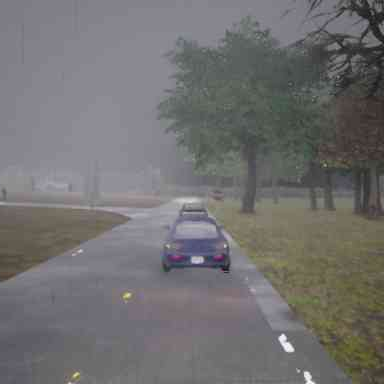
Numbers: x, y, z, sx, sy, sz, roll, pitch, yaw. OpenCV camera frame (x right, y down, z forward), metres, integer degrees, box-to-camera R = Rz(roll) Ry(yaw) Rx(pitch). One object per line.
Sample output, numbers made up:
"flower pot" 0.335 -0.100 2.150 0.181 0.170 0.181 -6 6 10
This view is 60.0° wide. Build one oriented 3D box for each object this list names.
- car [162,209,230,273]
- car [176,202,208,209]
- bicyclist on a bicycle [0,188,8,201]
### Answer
"car" 0.088 1.478 10.399 1.812 1.442 4.674 0 0 -1
"car" 0.047 1.398 21.418 2.128 1.511 4.902 0 0 -2
"bicyclist on a bicycle" -22.651 0.287 40.073 0.582 1.620 1.656 2 0 0
